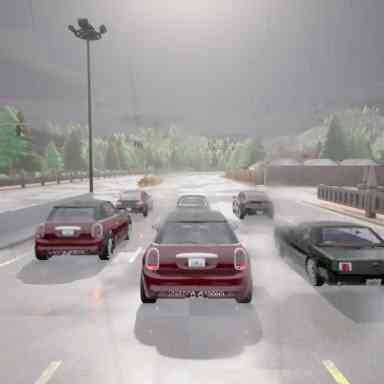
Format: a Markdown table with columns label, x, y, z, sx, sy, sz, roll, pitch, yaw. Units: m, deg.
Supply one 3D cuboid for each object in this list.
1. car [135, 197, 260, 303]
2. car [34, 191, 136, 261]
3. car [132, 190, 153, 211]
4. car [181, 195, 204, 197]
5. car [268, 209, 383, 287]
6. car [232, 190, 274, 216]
| label | x | y | z | sx | sy | sz | roll | pitch | yaw |
| --- | --- | --- | --- | --- | --- | --- | --- | --- | --- |
| car | 0.077 | 1.190 | 8.013 | 2.097 | 1.767 | 4.553 | 0 | 2 | 0 |
| car | -3.436 | 1.042 | 11.353 | 2.097 | 1.767 | 4.553 | 0 | 3 | 0 |
| car | -3.480 | 0.623 | 20.410 | 1.812 | 1.442 | 4.674 | 0 | 4 | 0 |
| car | 0.035 | 0.855 | 17.396 | 2.033 | 1.411 | 5.357 | 0 | 4 | 0 |
| car | 3.576 | 1.408 | 8.773 | 1.895 | 1.301 | 4.718 | 0 | 2 | 0 |
| car | 3.520 | 0.659 | 19.631 | 1.837 | 1.490 | 4.892 | 0 | 4 | 0 |
